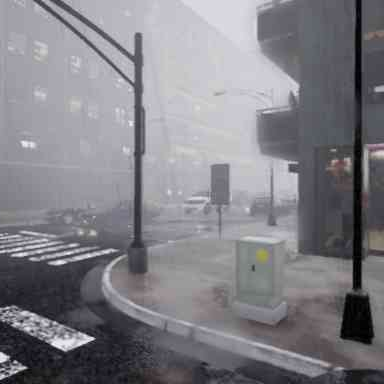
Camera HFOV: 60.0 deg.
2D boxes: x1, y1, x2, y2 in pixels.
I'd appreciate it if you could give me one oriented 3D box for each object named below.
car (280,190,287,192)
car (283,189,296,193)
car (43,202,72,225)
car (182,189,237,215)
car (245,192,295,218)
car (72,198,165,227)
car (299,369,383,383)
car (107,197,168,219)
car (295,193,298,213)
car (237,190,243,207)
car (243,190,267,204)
[{"bbox_3d":[11.829,0.766,48.436,1.752,1.417,4.829,1,2,35],"label":"car"},{"bbox_3d":[15.113,0.477,53.137,2.192,1.841,5.009,1,2,35],"label":"car"},{"bbox_3d":[-7.188,1.253,21.180,2.008,1.369,4.403,1,2,35],"label":"car"},{"bbox_3d":[1.440,0.778,29.035,2.150,2.045,5.566,0,1,35],"label":"car"},{"bbox_3d":[6.039,1.031,25.488,1.967,1.590,4.097,1,2,35],"label":"car"},{"bbox_3d":[-4.340,1.246,20.703,2.033,1.411,5.357,0,1,39],"label":"car"},{"bbox_3d":[2.382,1.558,1.174,4.403,1.369,2.008,0,0,35],"label":"car"},{"bbox_3d":[-4.099,1.152,25.606,1.752,1.417,4.829,1,2,35],"label":"car"},{"bbox_3d":[9.223,1.065,30.056,2.008,1.369,4.403,1,2,35],"label":"car"},{"bbox_3d":[5.557,0.707,39.439,2.192,1.841,5.009,1,2,35],"label":"car"},{"bbox_3d":[8.124,0.747,38.588,2.097,1.767,4.553,0,1,35],"label":"car"}]
